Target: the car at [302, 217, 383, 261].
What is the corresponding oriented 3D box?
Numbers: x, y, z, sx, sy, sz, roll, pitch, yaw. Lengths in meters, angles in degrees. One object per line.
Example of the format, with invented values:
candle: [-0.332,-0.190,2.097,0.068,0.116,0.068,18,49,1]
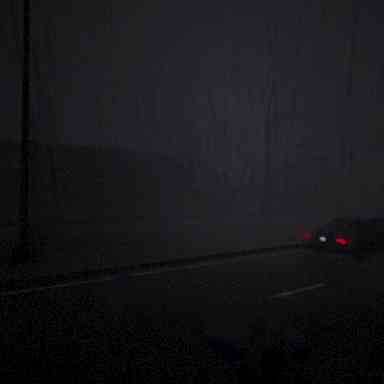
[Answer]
car: [6.521,1.684,12.813,5.357,1.411,2.033,1,0,-35]
